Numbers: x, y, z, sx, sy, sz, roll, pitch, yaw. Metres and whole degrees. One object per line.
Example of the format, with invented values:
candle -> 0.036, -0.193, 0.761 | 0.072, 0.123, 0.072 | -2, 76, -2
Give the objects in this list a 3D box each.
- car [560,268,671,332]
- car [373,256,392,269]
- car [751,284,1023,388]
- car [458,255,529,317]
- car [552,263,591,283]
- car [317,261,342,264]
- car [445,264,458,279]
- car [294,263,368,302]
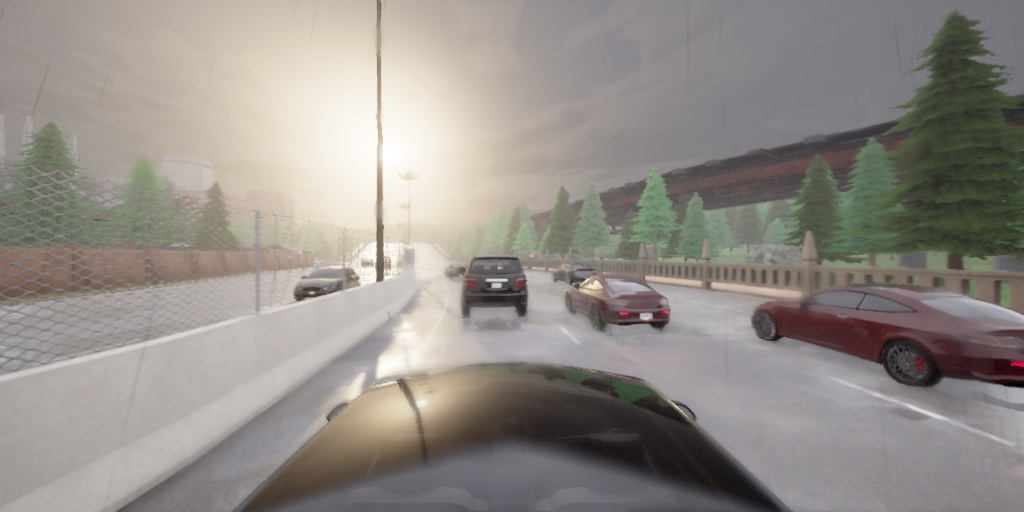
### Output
car -> 2.968, 1.263, 10.787 | 1.812, 1.442, 4.674 | 0, 0, -5
car -> -20.281, 1.050, 56.975 | 2.150, 2.045, 5.566 | 0, 0, -17
car -> 6.771, 1.249, 6.729 | 1.812, 1.442, 4.674 | 0, 0, -3
car -> -0.768, 0.974, 13.356 | 2.150, 2.045, 5.566 | 0, 0, -7
car -> 4.230, 1.224, 24.971 | 2.128, 1.511, 4.902 | 0, 0, -13
car -> -16.206, 1.290, 32.720 | 1.882, 1.535, 5.008 | 0, 0, -18
car -> -4.920, 1.368, 32.314 | 1.895, 1.301, 4.718 | 0, 0, -17
car -> -8.718, 1.288, 17.363 | 1.837, 1.490, 4.892 | 1, 0, -9
